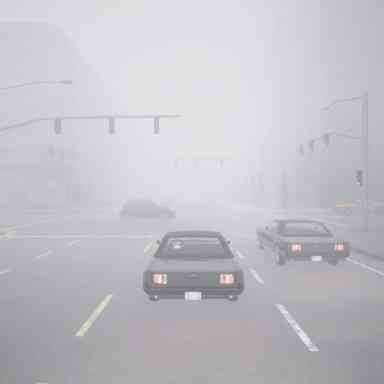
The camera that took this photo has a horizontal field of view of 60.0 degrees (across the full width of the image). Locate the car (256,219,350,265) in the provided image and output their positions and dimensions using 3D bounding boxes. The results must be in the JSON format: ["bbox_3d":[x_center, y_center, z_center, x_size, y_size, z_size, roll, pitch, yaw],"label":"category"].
[{"bbox_3d":[3.542,1.601,11.655,1.895,1.301,4.718,0,0,0],"label":"car"}]

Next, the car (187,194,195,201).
[{"bbox_3d":[-0.159,1.355,87.252,2.097,1.767,4.553,0,0,1],"label":"car"}]

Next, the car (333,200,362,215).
[{"bbox_3d":[17.189,1.533,34.278,5.008,1.535,1.882,0,0,0],"label":"car"}]

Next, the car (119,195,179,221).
[{"bbox_3d":[-3.523,1.377,27.088,4.553,1.767,2.097,0,0,0],"label":"car"}]

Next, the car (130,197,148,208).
[{"bbox_3d":[-7.547,1.505,47.854,1.837,1.490,4.892,0,0,0],"label":"car"}]

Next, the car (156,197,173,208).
[{"bbox_3d":[-4.065,1.547,50.263,2.033,1.411,5.357,0,0,0],"label":"car"}]

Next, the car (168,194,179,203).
[{"bbox_3d":[-3.822,1.355,70.077,2.097,1.767,4.553,0,0,1],"label":"car"}]

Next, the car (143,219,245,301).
[{"bbox_3d":[0.038,1.601,8.267,1.895,1.301,4.718,0,0,0],"label":"car"}]

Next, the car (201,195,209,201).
[{"bbox_3d":[3.343,1.553,87.383,1.994,1.385,4.181,0,0,1],"label":"car"}]

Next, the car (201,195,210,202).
[{"bbox_3d":[3.248,1.595,77.408,1.895,1.301,4.718,0,0,1],"label":"car"}]

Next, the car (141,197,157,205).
[{"bbox_3d":[-7.516,1.547,58.421,2.033,1.411,5.357,0,0,0],"label":"car"}]

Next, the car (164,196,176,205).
[{"bbox_3d":[-3.984,1.505,60.106,1.837,1.490,4.892,0,0,1],"label":"car"}]

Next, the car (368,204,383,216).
[{"bbox_3d":[3.593,1.221,1.903,2.150,2.045,5.566,0,0,0],"label":"car"}]

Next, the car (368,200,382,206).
[{"bbox_3d":[19.254,1.547,30.777,4.902,1.511,2.128,0,0,0],"label":"car"}]
